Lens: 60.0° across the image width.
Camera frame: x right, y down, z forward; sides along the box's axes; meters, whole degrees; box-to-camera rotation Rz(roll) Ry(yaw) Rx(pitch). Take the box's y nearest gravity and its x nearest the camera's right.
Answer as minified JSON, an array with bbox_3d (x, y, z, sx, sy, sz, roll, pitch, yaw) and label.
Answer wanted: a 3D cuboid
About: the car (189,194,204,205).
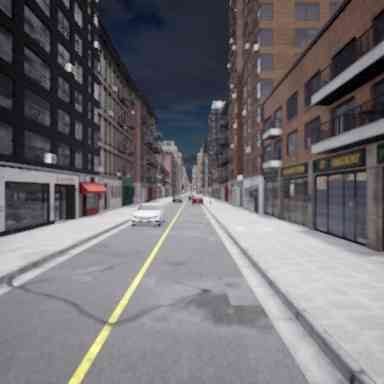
[{"bbox_3d":[0.939,1.351,55.566,1.882,1.535,5.008,0,0,0],"label":"car"}]

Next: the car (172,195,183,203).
[{"bbox_3d":[-2.797,1.341,63.794,1.882,1.535,5.008,0,0,1],"label":"car"}]

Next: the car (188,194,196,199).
[{"bbox_3d":[-0.038,1.267,92.146,2.128,1.511,4.902,0,0,0],"label":"car"}]

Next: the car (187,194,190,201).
[{"bbox_3d":[-0.030,1.251,73.768,1.812,1.442,4.674,0,0,0],"label":"car"}]

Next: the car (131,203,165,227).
[{"bbox_3d":[-2.858,1.457,22.364,1.812,1.442,4.674,0,0,0],"label":"car"}]
